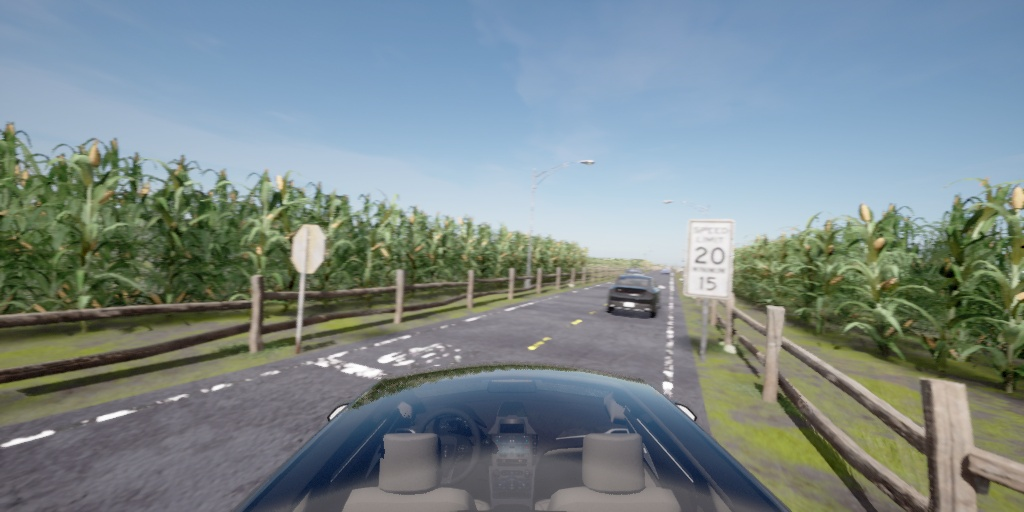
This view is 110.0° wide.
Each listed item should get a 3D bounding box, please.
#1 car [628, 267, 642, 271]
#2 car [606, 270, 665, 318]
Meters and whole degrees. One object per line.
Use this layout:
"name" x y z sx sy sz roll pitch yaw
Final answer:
"car" 14.420 2.114 42.337 2.128 1.511 4.902 3 0 24
"car" 5.226 1.564 15.123 1.837 1.490 4.892 3 0 24
